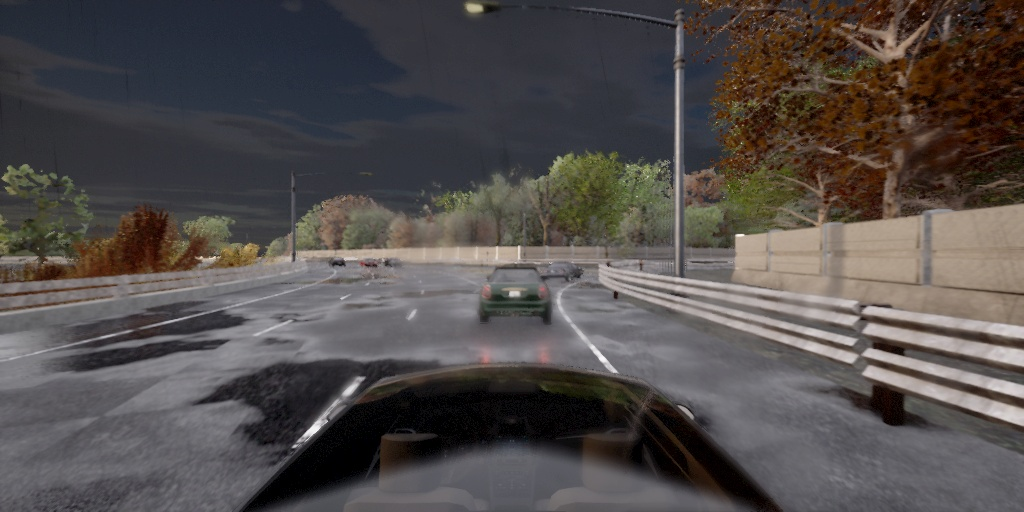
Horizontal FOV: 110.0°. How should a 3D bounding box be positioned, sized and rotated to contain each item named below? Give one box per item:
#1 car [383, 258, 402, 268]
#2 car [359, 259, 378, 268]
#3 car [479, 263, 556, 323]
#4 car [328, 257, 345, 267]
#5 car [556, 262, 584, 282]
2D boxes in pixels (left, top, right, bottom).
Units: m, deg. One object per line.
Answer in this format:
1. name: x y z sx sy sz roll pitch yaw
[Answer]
1. car: -18.535 0.981 55.555 2.128 1.511 4.902 0 0 -33
2. car: -21.800 1.098 54.221 1.895 1.301 4.718 0 0 -33
3. car: 0.179 1.051 11.997 2.097 1.767 4.553 0 0 3
4. car: -27.697 0.965 56.541 1.882 1.535 5.008 0 0 -36
5. car: 4.041 1.169 27.751 2.033 1.411 5.357 0 0 26
